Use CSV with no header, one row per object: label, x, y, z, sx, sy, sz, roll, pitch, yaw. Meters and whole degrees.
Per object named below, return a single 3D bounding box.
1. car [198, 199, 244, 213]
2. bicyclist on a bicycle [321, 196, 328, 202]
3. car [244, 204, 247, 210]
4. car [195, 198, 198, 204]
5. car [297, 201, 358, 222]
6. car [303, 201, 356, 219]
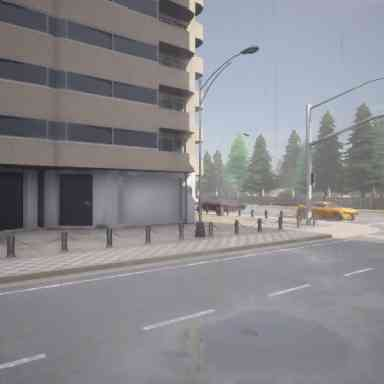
car,3.225,1.533,38.265,1.882,1.535,5.008,0,0,-36
bicyclist on a bicycle,17.332,1.356,43.463,1.656,1.620,0.582,0,0,-36
car,4.881,1.619,41.954,1.994,1.385,4.181,0,0,-36
car,-0.534,1.581,61.754,1.812,1.442,4.674,0,0,-36
car,10.996,1.533,27.215,1.882,1.535,5.008,0,0,-32
car,12.757,1.618,31.031,1.994,1.385,4.181,0,0,-36
